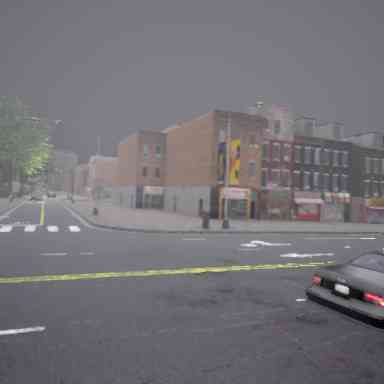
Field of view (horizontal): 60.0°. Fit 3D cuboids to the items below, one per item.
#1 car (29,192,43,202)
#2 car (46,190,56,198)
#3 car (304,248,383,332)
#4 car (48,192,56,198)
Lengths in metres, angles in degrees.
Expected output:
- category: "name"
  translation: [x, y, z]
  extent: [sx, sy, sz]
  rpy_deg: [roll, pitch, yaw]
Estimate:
- category: "car"
  translation: [-26.600, 0.837, 56.673]
  extent: [1.837, 1.490, 4.892]
  rpy_deg: [2, 0, -24]
- category: "car"
  translation: [-33.683, 0.765, 80.017]
  extent: [1.947, 1.339, 4.313]
  rpy_deg: [2, 0, -24]
- category: "car"
  translation: [4.894, 1.866, 6.839]
  extent: [5.357, 1.411, 2.033]
  rpy_deg: [3, -1, -24]
- category: "car"
  translation: [-35.163, 0.743, 83.367]
  extent: [1.802, 1.307, 4.206]
  rpy_deg: [2, 0, -24]
